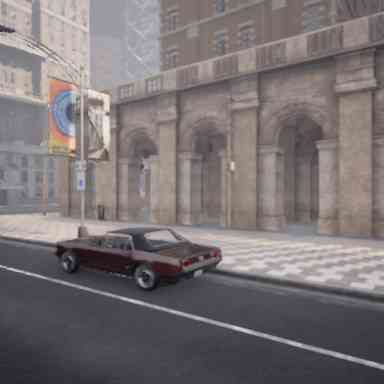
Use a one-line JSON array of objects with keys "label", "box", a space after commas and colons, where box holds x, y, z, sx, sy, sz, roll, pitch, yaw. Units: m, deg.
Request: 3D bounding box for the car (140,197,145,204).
[{"label": "car", "box": [-9.998, 1.582, 61.233, 1.882, 1.535, 5.008, 0, 0, 36]}]

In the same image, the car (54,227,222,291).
[{"label": "car", "box": [-1.669, 1.611, 9.047, 4.718, 1.301, 1.895, 0, 0, 35]}]
